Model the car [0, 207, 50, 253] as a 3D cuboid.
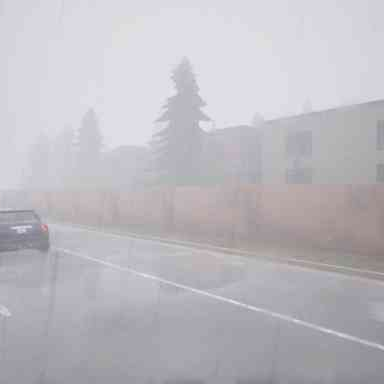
[{"bbox_3d":[-7.308,1.375,12.942,2.097,1.767,4.553,0,0,-44],"label":"car"}]
